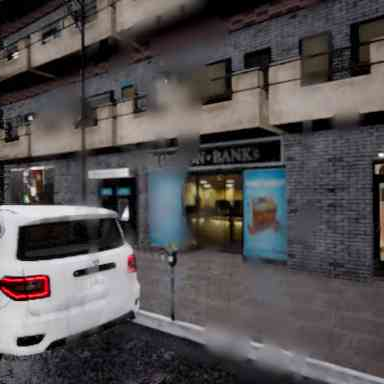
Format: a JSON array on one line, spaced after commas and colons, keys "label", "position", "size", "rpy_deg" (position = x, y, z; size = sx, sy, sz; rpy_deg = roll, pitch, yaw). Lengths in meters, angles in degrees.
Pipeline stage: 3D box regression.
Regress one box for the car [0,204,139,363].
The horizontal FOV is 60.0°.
[{"label": "car", "position": [-3.403, 1.232, 5.815], "size": [5.566, 2.045, 2.150], "rpy_deg": [0, 0, 36]}]
